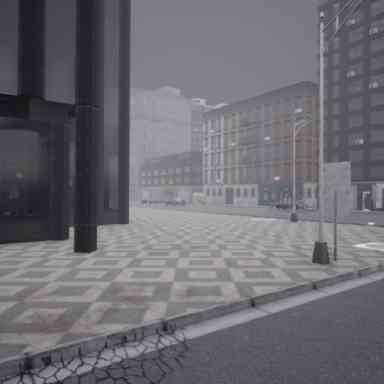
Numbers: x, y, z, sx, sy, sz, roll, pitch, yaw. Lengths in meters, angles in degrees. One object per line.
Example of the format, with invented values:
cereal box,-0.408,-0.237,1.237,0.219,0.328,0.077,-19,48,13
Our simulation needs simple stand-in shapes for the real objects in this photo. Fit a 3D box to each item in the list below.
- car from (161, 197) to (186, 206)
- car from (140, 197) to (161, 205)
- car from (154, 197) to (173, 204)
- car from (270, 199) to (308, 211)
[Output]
car,-2.840,1.626,56.401,1.812,1.442,4.674,1,0,-36
car,-8.273,1.715,63.953,1.895,1.301,4.718,1,0,-36
car,-5.726,1.706,66.149,1.994,1.385,4.181,1,0,-36
car,11.969,1.585,41.364,2.128,1.511,4.902,1,0,-36
